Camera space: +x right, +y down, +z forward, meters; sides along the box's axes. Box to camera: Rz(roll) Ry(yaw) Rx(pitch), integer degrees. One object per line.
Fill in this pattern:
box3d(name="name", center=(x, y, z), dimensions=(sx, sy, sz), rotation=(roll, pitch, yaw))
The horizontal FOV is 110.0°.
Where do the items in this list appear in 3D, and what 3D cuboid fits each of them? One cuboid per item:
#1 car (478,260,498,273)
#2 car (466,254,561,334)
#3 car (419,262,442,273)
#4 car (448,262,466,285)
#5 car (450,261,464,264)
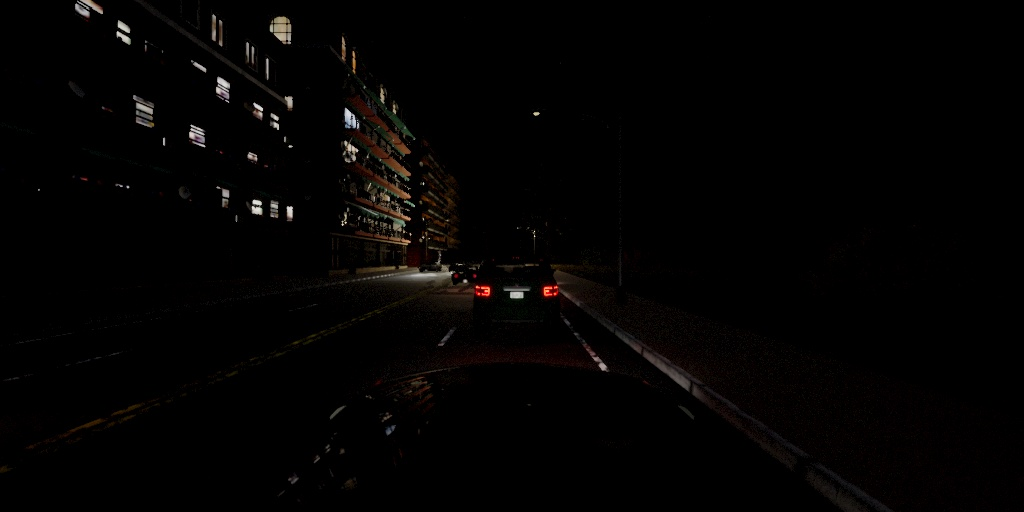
box3d(name="car", center=(-2.982, 1.242, 44.911), dimensions=(2.128, 1.511, 4.902), rotation=(0, 0, 0))
box3d(name="car", center=(0.129, 0.973, 10.762), dimensions=(2.150, 2.045, 5.566), rotation=(0, 0, 0))
box3d(name="car", center=(-9.692, 1.352, 42.767), dimensions=(1.895, 1.301, 4.718), rotation=(0, 0, 0))
box3d(name="car", center=(-3.057, 1.353, 25.920), dimensions=(1.895, 1.301, 4.718), rotation=(0, 0, 0))
box3d(name="car", center=(-6.439, 1.315, 43.405), dimensions=(1.994, 1.385, 4.181), rotation=(0, 0, 0))
